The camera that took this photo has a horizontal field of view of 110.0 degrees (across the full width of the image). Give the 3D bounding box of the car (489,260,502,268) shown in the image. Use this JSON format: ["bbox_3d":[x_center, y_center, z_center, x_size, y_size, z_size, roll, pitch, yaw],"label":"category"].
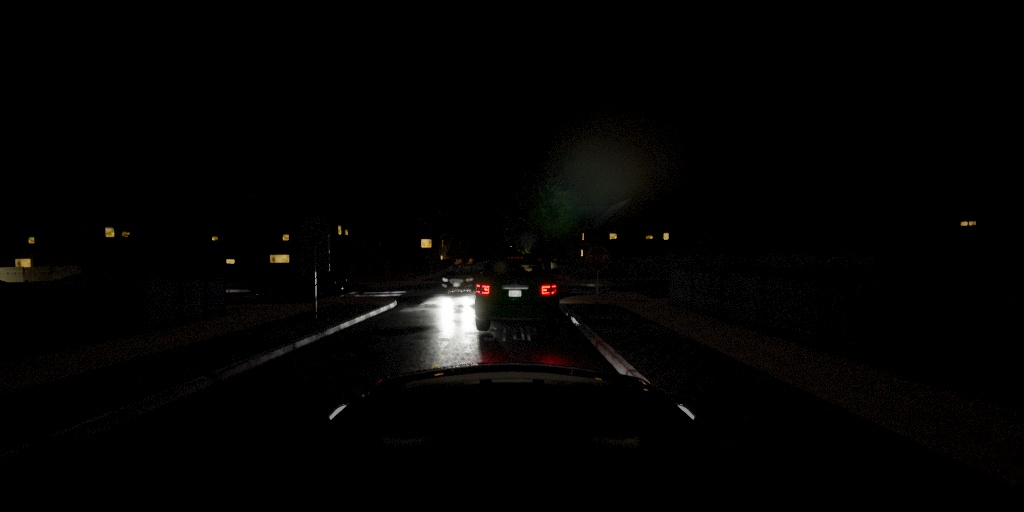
[{"bbox_3d":[-2.894,1.403,63.454,1.994,1.385,4.181,0,0,0],"label":"car"}]

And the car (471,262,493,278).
[{"bbox_3d":[-2.910,1.295,35.600,1.812,1.442,4.674,0,0,0],"label":"car"}]

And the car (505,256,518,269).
[{"bbox_3d":[-0.105,1.051,60.903,2.150,2.045,5.566,0,0,0],"label":"car"}]

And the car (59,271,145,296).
[{"bbox_3d":[-22.135,1.598,19.731,4.892,1.490,1.837,-1,2,-1],"label":"car"}]

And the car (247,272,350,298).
[{"bbox_3d":[-11.691,1.540,19.943,4.718,1.301,1.895,-1,2,-3],"label":"car"}]

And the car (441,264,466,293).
[{"bbox_3d":[-2.884,1.244,21.035,2.128,1.511,4.902,0,0,0],"label":"car"}]

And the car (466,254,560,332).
[{"bbox_3d":[0.264,0.968,11.023,2.150,2.045,5.566,0,0,4],"label":"car"}]
